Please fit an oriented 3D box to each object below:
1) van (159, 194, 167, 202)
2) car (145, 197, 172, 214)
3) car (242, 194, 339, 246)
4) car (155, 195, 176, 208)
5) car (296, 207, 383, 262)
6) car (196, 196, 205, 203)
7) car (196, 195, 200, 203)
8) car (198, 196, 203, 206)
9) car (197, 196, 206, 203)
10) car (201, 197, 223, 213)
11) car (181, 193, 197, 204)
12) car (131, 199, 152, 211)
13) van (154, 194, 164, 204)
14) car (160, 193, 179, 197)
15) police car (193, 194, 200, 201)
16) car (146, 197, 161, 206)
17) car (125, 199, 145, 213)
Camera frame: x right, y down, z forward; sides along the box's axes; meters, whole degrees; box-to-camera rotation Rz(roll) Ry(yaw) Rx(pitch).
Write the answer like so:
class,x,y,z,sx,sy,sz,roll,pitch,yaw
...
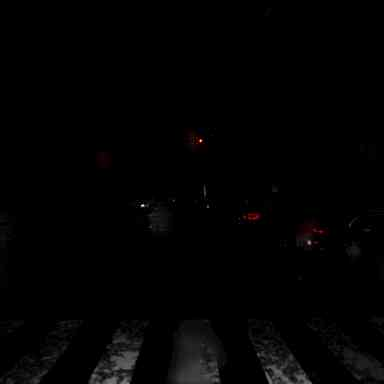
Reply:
class,x,y,z,sx,sy,sz,roll,pitch,yaw
van,-6.757,1.368,77.543,1.690,1.788,3.998,0,0,-1
car,-3.473,1.569,34.735,1.994,1.385,4.181,0,0,-2
car,4.935,1.108,14.300,5.566,2.045,2.150,-1,0,-1
car,-3.609,1.486,44.834,1.882,1.535,5.008,0,0,-1
car,6.290,1.373,11.060,4.892,1.490,1.837,-1,0,-1
car,1.833,1.589,73.231,1.947,1.339,4.313,0,0,-1
car,2.131,1.562,52.783,2.008,1.369,4.403,0,0,-1
car,2.210,1.553,47.339,1.887,1.381,4.507,0,0,-1
car,1.907,1.545,68.112,1.752,1.417,4.829,0,0,-1
car,2.369,1.556,36.451,2.008,1.369,4.403,0,0,-1
car,-0.655,1.506,61.530,2.128,1.511,4.902,0,0,-1
car,-6.229,1.557,41.322,2.008,1.369,4.403,0,0,-1
van,-6.599,1.360,66.717,1.690,1.788,3.998,0,0,-1
car,-3.760,1.365,55.943,2.097,1.767,4.553,0,0,-1
police car,1.185,1.463,90.628,1.930,1.638,5.238,0,0,-1
car,-6.441,1.579,55.892,1.947,1.339,4.313,0,0,-1
car,-6.156,1.556,36.330,2.008,1.369,4.403,0,0,-1
